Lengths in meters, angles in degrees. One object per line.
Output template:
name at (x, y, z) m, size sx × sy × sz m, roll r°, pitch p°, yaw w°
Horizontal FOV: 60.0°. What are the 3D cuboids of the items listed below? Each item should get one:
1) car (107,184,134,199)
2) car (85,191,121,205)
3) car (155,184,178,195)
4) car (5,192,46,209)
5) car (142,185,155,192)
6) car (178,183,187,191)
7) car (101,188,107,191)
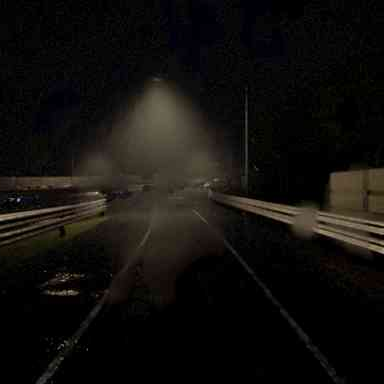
car at (-10.966, 0.101, 52.588) m, size 2.097 × 1.767 × 4.553 m, roll 1°, pitch 3°, yaw 14°
car at (-10.672, 0.941, 39.453) m, size 1.895 × 1.301 × 4.718 m, roll 0°, pitch 3°, yaw 14°
car at (-4.794, -0.241, 62.670) m, size 1.882 × 1.535 × 5.008 m, roll 1°, pitch 3°, yaw 14°
car at (-18.458, 0.816, 37.139) m, size 2.097 × 1.767 × 4.553 m, roll 1°, pitch 3°, yaw 14°
car at (-9.246, -0.881, 73.555) m, size 2.097 × 1.767 × 4.553 m, roll 1°, pitch 3°, yaw 14°
car at (-3.483, -1.133, 82.080) m, size 1.837 × 1.490 × 4.892 m, roll 1°, pitch 3°, yaw 14°
car at (-13.765, 0.100, 55.793) m, size 1.837 × 1.490 × 4.892 m, roll 1°, pitch 3°, yaw 14°
